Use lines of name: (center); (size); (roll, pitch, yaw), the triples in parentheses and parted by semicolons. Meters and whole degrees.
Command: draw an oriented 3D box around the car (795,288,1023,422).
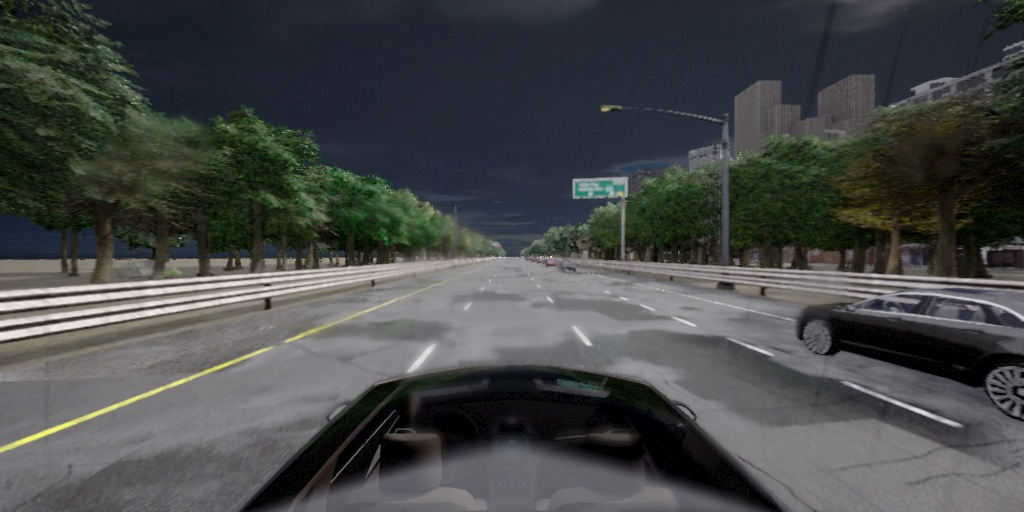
car: (6.996, 1.245, 5.702); (2.128, 1.511, 4.902); (0, 0, 0)

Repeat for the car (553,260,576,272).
car: (7.060, 1.278, 46.717); (2.033, 1.411, 5.357); (0, 0, 0)
